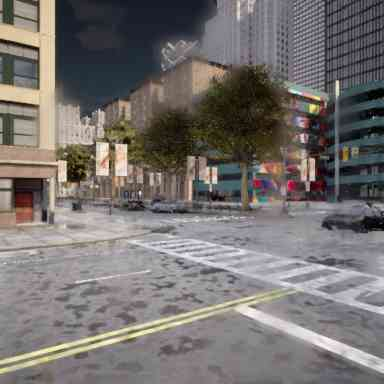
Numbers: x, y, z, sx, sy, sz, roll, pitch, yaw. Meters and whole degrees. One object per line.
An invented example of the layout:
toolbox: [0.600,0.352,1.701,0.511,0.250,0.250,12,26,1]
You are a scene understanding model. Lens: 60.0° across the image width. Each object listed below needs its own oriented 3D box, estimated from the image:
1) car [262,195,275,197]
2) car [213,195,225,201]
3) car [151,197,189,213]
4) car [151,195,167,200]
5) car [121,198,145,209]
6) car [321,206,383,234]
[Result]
car: [16.242,1.320,71.960,2.002,1.452,4.674,0,0,-36]
car: [5.770,1.413,79.449,2.161,1.482,4.786,0,0,-36]
car: [-2.350,1.601,37.770,1.895,1.301,4.718,0,0,-36]
car: [-5.994,1.352,62.886,2.097,1.767,4.553,0,0,-36]
car: [-8.152,1.564,45.860,1.994,1.385,4.181,0,0,-37]
car: [9.896,1.547,19.637,5.357,1.411,2.033,0,0,-35]
